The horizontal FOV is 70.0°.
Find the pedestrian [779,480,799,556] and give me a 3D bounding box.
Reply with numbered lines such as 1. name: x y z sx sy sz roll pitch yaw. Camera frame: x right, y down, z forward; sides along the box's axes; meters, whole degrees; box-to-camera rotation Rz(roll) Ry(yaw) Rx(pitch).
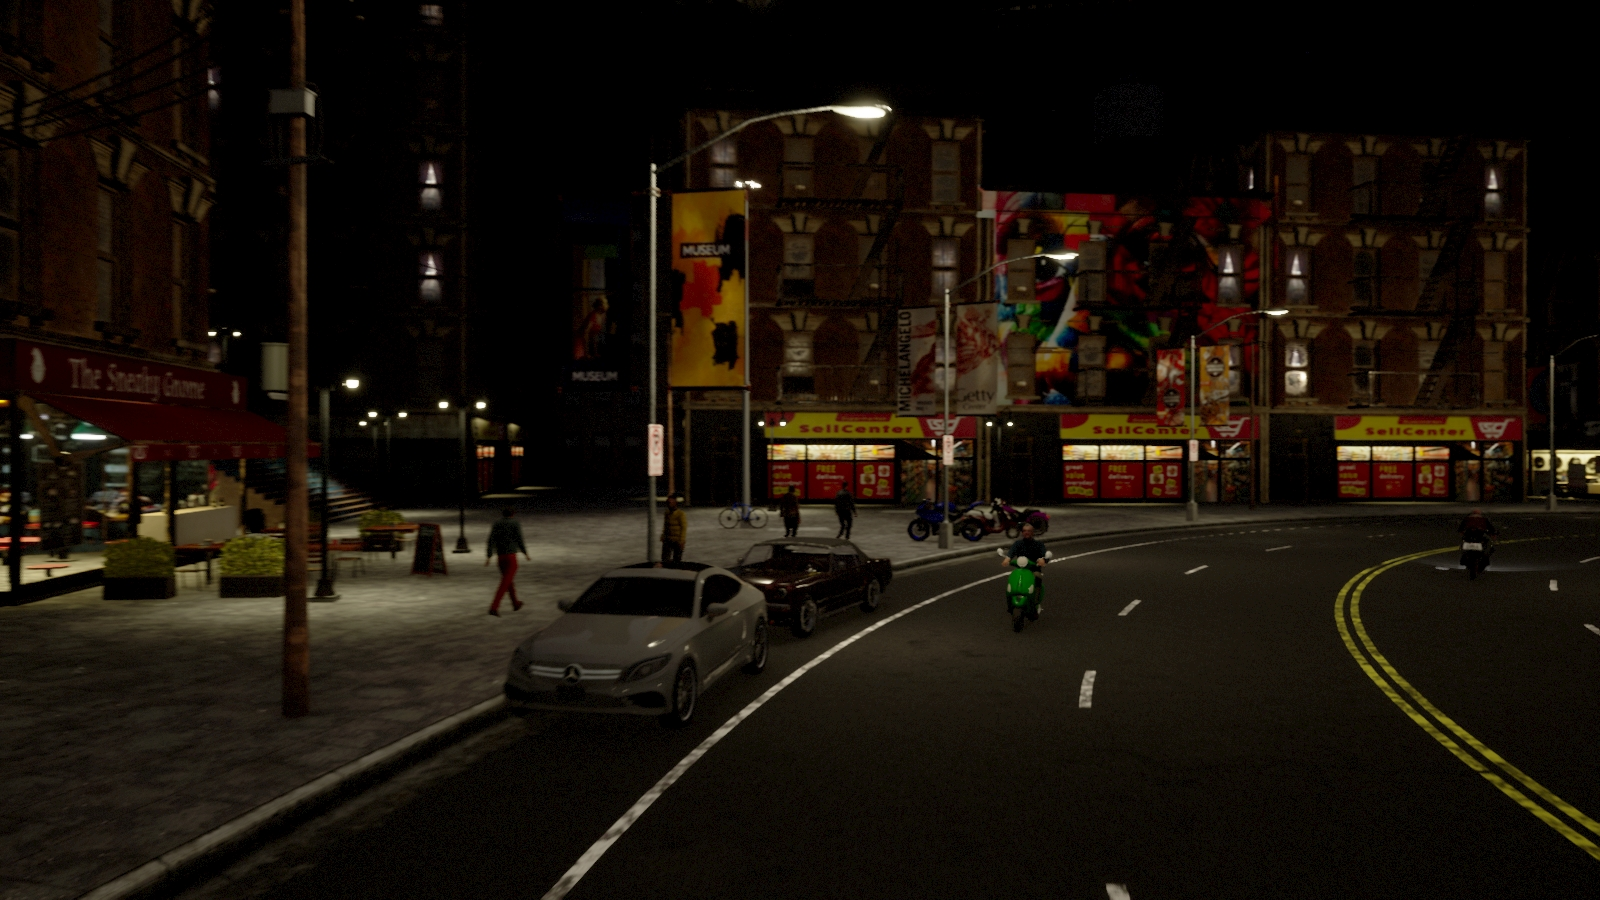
1. pedestrian: -0.273 1.673 28.347 0.375 1.860 0.375 0 0 25

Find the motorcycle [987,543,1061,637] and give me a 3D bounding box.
1. motorcycle: 3.566 2.174 18.077 0.856 1.236 1.805 1 0 21

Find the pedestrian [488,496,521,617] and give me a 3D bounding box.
1. pedestrian: -4.654 1.667 18.008 0.375 1.860 0.375 0 0 14

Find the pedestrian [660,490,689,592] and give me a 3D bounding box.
1. pedestrian: -2.318 1.672 21.145 0.375 1.860 0.375 0 0 26

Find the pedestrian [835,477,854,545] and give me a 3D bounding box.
1. pedestrian: 1.226 1.673 31.583 0.375 1.860 0.375 0 0 31

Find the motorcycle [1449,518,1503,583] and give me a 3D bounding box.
1. motorcycle: 15.153 2.220 25.589 0.867 1.251 2.209 1 0 35
